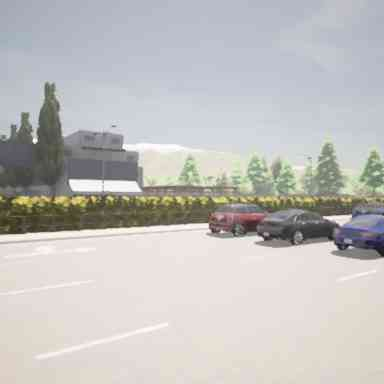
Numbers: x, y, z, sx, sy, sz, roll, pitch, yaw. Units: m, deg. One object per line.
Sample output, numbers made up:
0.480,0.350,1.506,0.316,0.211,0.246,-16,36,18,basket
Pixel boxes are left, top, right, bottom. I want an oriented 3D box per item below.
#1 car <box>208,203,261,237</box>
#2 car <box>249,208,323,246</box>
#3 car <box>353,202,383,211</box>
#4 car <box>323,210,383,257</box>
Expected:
3.204,1.489,19.036,4.553,1.767,2.097,1,0,-35,car
5.300,1.646,16.233,4.892,1.490,1.837,0,0,-35,car
15.415,1.641,27.749,4.553,1.767,2.097,1,0,-35,car
7.655,1.668,13.608,4.674,1.442,1.812,0,0,-35,car
